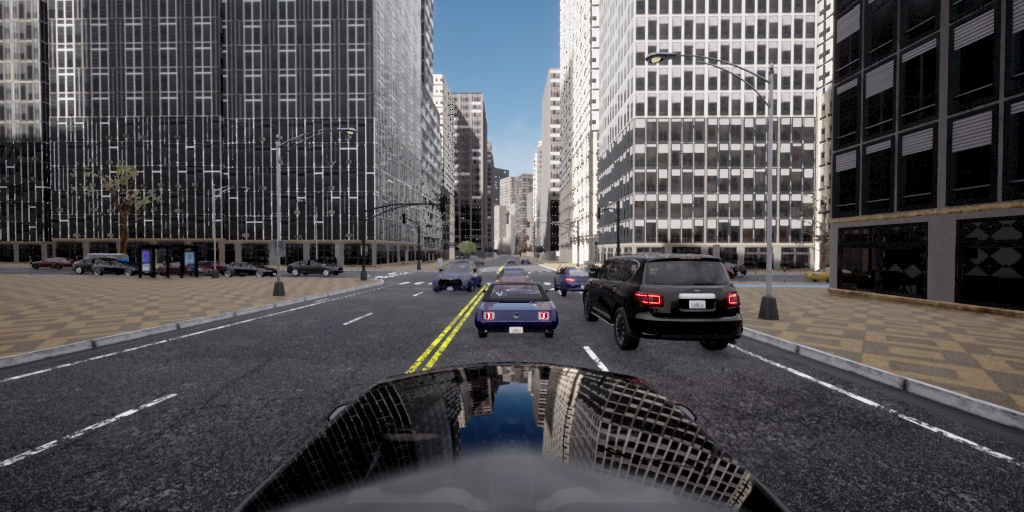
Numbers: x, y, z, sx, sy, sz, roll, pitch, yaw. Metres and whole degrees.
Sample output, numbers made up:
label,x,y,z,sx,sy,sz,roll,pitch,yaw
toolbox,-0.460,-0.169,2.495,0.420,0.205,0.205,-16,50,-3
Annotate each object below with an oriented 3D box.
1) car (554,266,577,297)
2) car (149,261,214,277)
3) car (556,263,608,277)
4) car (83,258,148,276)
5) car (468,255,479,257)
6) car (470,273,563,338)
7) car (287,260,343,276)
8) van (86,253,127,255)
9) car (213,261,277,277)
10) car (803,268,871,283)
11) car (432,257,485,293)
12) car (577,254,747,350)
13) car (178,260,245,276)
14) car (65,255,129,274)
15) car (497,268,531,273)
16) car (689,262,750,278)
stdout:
label,x,y,z,sx,sy,sz,roll,pitch,yaw
car,3.333,1.266,18.867,1.812,1.442,4.674,0,0,0
car,-28.445,1.137,31.243,4.207,1.307,1.802,0,0,1
car,6.985,1.388,35.963,4.718,1.301,1.895,0,1,-9
car,-34.126,1.068,31.410,4.313,1.339,1.948,0,0,1
car,-6.632,0.922,61.125,2.150,2.045,5.566,0,0,0
car,0.093,1.347,10.137,1.895,1.301,4.718,0,0,0
car,-18.470,1.106,33.738,4.892,1.490,1.837,1,1,1
van,-45.325,0.603,40.060,3.998,1.789,1.690,0,0,1
car,-22.761,1.172,31.115,4.313,1.339,1.948,0,0,1
car,27.613,1.577,30.440,4.829,1.417,1.751,0,0,1
car,-3.011,1.090,20.589,2.097,1.767,4.553,0,0,4
car,3.343,0.968,9.175,2.150,2.045,5.566,0,0,0
car,-28.351,1.112,33.931,4.718,1.301,1.895,1,1,1
car,-38.789,0.921,34.139,4.892,1.490,1.837,1,1,1
car,0.085,1.304,18.874,1.994,1.385,4.181,0,0,0
car,20.940,1.378,36.325,5.008,1.535,1.882,0,1,1
